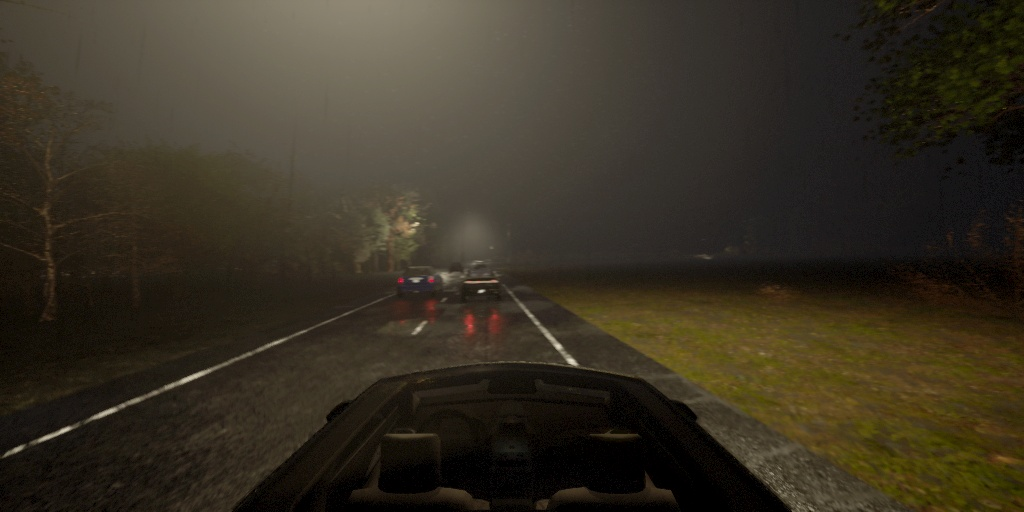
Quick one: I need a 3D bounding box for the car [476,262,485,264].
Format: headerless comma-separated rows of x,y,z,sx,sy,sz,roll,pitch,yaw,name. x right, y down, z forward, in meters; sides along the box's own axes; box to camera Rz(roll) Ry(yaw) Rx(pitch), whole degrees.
-4.604,1.634,52.715,2.128,1.511,4.902,-2,0,-5,car

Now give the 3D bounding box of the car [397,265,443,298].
-5.371,1.392,21.433,2.097,1.767,4.553,-2,0,-5,car

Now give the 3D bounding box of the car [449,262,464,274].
-8.159,1.630,53.164,2.097,1.767,4.553,-2,0,-5,car

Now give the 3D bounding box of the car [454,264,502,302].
-1.576,1.375,18.299,2.128,1.511,4.902,-2,0,-5,car
